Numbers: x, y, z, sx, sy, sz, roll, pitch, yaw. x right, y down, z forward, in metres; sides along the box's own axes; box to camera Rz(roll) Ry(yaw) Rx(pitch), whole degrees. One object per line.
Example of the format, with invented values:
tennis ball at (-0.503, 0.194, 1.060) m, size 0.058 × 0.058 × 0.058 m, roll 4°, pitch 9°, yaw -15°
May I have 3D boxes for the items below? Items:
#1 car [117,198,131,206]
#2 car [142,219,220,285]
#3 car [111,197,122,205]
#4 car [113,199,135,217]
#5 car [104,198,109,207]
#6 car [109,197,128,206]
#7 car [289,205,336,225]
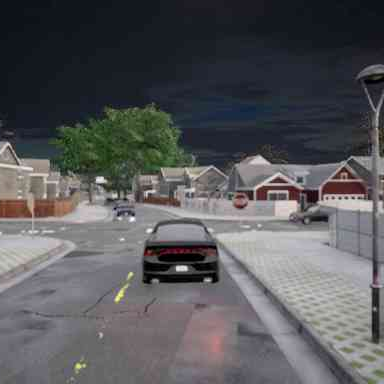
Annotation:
car at (-13.213, 1.890, 64.368) m, size 1.837 × 1.490 × 4.892 m, roll 0°, pitch 0°, yaw -20°
car at (-0.346, 1.534, 9.768) m, size 1.882 × 1.535 × 5.008 m, roll 0°, pitch 0°, yaw -3°
car at (-16.774, 1.928, 73.833) m, size 1.882 × 1.535 × 5.008 m, roll 0°, pitch 0°, yaw -19°
car at (-6.993, 1.768, 34.963) m, size 2.033 × 1.411 × 5.357 m, roll 0°, pitch 0°, yaw -13°
car at (-15.243, 1.893, 61.608) m, size 1.837 × 1.490 × 4.892 m, roll 0°, pitch 1°, yaw -21°
car at (-10.118, 1.842, 46.800) m, size 2.033 × 1.411 × 5.357 m, roll 0°, pitch 0°, yaw -17°
car at (9.985, 1.786, 26.308) m, size 4.674 × 1.442 × 1.812 m, roll 1°, pitch 1°, yaw -15°
